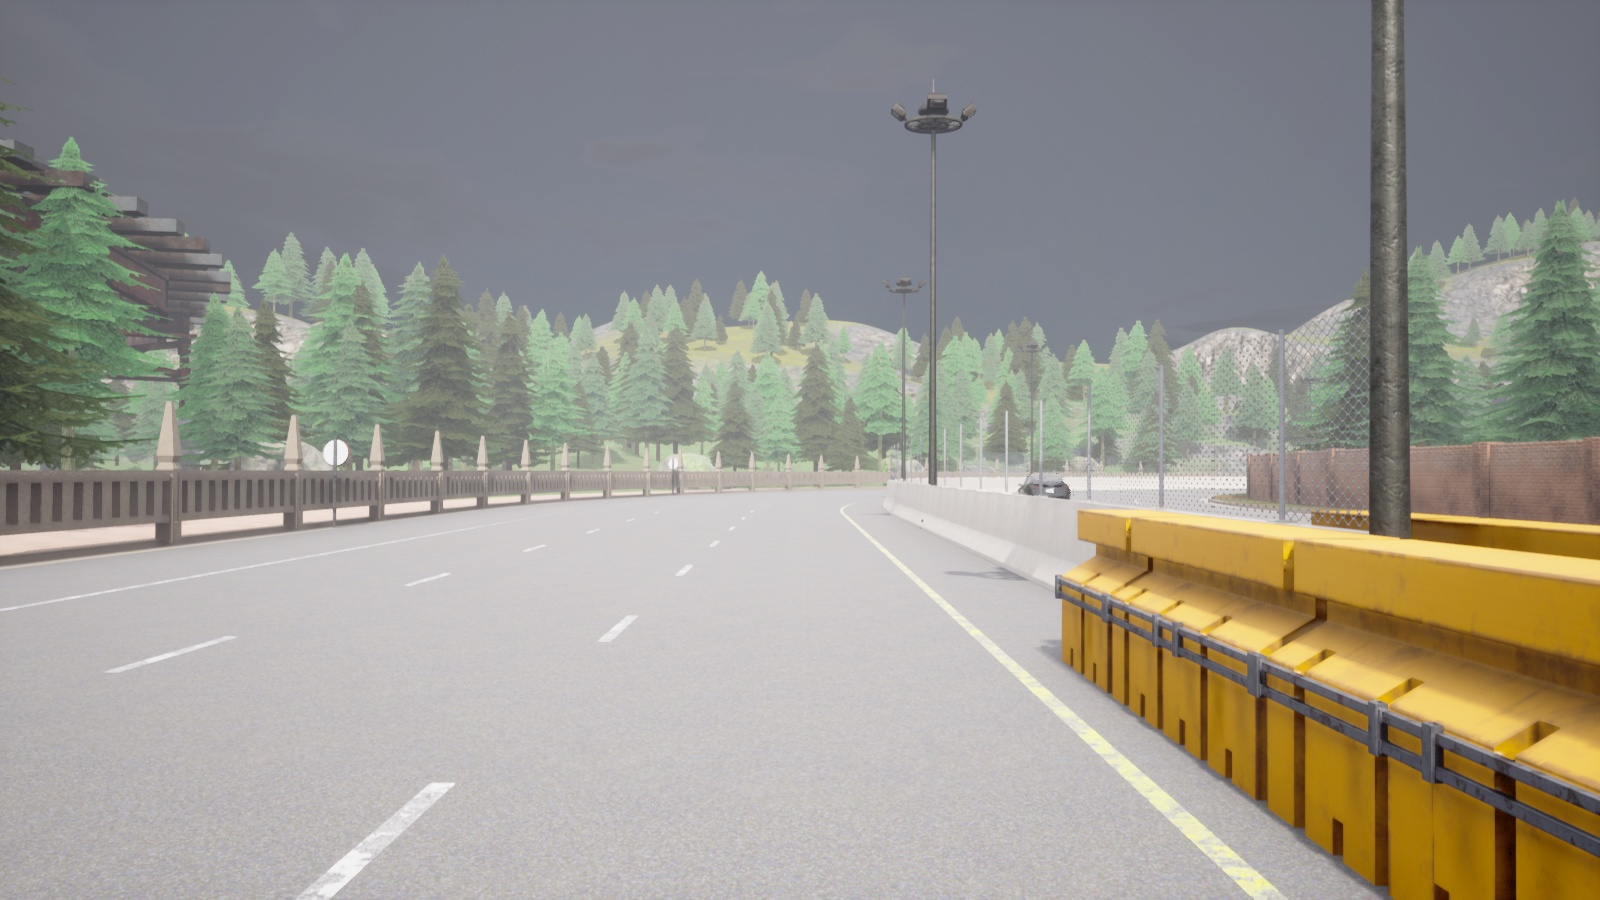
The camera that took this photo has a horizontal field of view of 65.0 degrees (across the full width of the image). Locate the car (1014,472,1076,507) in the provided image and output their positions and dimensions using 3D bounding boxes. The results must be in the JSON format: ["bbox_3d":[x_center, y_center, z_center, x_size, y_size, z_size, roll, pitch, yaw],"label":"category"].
[{"bbox_3d":[10.781,1.717,55.605,2.163,1.488,4.792,0,-1,5],"label":"car"}]
